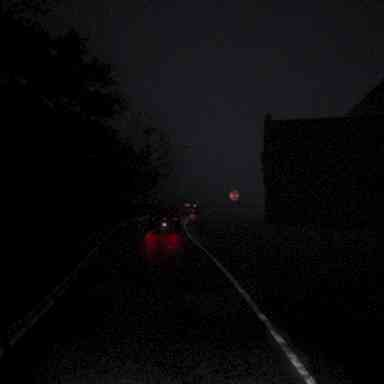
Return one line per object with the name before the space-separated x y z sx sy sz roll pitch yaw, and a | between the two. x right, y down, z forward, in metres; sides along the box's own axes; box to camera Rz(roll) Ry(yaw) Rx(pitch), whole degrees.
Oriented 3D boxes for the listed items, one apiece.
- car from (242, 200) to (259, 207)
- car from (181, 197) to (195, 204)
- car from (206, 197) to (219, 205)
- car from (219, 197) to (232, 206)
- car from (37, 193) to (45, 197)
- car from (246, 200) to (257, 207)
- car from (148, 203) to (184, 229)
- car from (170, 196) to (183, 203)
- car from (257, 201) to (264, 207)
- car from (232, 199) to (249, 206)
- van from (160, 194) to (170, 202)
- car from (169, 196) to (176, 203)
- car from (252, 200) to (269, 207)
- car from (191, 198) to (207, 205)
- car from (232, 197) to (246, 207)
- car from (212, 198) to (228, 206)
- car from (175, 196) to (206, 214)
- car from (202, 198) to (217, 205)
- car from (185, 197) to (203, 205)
car | 14.839 2.856 84.643 2.097 1.535 5.008 3 -1 -17
car | -1.107 1.995 79.630 2.002 1.452 4.674 4 -1 -17
car | 3.011 1.790 67.244 2.185 1.767 4.553 4 -1 -17
car | 5.661 2.089 68.039 2.097 1.535 5.008 3 -1 -17
car | -32.035 0.411 69.581 2.097 1.535 5.008 4 -2 -17
car | 10.978 2.411 69.713 2.231 1.521 4.892 3 -1 -17
car | -1.667 1.612 21.392 1.895 1.301 4.718 0 0 -2
car | -3.757 1.813 78.795 2.002 1.452 4.674 4 -1 -17
car | 13.630 2.585 70.524 2.163 1.488 4.792 3 -1 -17
car | 12.180 2.731 83.806 2.097 1.535 5.008 3 -1 -17
van | -6.247 1.375 77.877 1.878 1.987 4.442 4 -1 -18
car | -2.281 1.581 65.513 2.163 1.488 4.792 4 -1 -17
car | 17.620 2.978 85.518 2.231 1.521 4.892 3 -1 -17
car | 1.658 2.167 80.528 2.163 1.488 4.792 4 -1 -17
car | 8.324 2.004 68.915 2.435 2.045 5.566 3 -1 -17
car | 6.934 2.457 82.353 1.946 1.575 5.366 3 -1 -17
car | -0.053 1.563 38.358 2.097 1.767 4.553 0 -1 12
car | 4.272 2.301 81.515 1.946 1.575 5.366 3 -1 -17
car | 0.351 1.763 66.404 2.163 1.488 4.792 4 -1 -17
